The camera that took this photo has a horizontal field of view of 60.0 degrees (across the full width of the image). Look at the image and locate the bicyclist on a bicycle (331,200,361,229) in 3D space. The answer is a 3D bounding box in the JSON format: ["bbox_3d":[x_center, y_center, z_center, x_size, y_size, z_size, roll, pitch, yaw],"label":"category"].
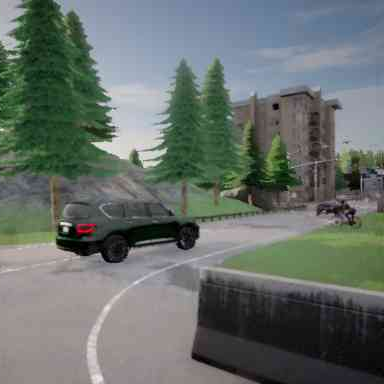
[{"bbox_3d":[8.922,1.308,19.310,1.656,1.620,0.582,0,0,36],"label":"bicyclist on a bicycle"}]

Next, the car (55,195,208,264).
[{"bbox_3d":[-2.114,1.248,12.287,2.150,2.045,5.566,-1,0,42],"label":"car"}]

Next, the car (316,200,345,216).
[{"bbox_3d":[13.452,1.526,32.185,1.837,1.490,4.892,0,0,36],"label":"car"}]
